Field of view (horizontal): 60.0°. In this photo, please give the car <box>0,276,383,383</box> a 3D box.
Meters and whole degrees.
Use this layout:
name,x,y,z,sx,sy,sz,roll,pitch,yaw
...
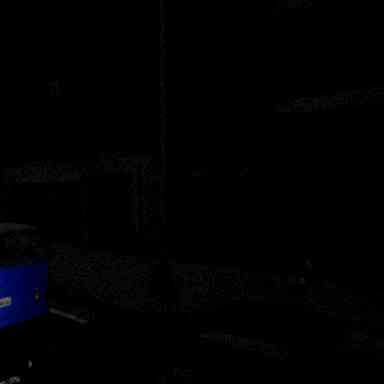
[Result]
name,x,y,z,sx,sy,sz,roll,pitch,yaw
car,0.322,1.587,2.619,4.206,1.307,1.802,0,0,35

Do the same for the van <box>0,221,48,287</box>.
name,x,y,z,sx,sy,sz,roll,pitch,yaw
van,-4.237,1.370,5.861,3.998,1.788,1.690,0,0,35
